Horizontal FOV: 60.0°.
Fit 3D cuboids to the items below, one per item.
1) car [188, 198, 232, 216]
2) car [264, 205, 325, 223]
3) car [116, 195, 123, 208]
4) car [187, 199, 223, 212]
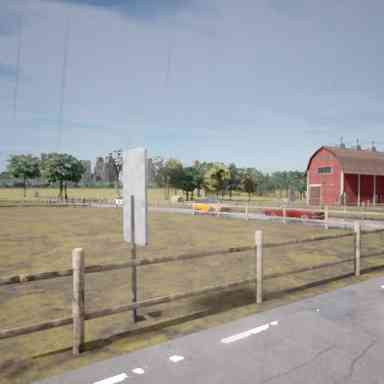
[{"bbox_3d":[2.061,1.459,34.701,2.097,1.767,4.553,-1,0,-35],"label":"car"},{"bbox_3d":[8.098,1.679,26.263,1.895,1.301,4.718,-1,0,-36],"label":"car"},{"bbox_3d":[-10.014,1.498,51.764,2.150,2.045,5.566,-1,0,-35],"label":"car"},{"bbox_3d":[1.486,1.601,40.595,1.837,1.490,4.892,-1,0,-35],"label":"car"}]
